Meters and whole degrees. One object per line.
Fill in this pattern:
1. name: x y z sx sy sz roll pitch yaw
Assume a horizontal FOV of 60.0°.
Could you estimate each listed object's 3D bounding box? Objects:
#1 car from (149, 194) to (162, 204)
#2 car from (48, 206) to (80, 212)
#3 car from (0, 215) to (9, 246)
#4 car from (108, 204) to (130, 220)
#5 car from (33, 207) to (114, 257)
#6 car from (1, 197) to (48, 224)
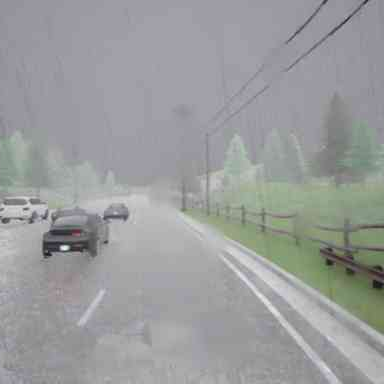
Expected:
1. car: -7.646 1.509 71.517 2.150 2.045 5.566 0 0 -8
2. car: -9.775 1.755 26.915 1.895 1.301 4.718 0 0 -7
3. car: -7.535 1.629 9.377 2.033 1.411 5.357 0 0 -5
4. car: -6.576 1.705 29.429 1.994 1.385 4.181 0 0 -8
5. car: -4.465 1.581 13.329 1.837 1.490 4.892 0 0 -7
6. car: -13.287 1.401 26.764 2.150 2.045 5.566 0 0 -7
